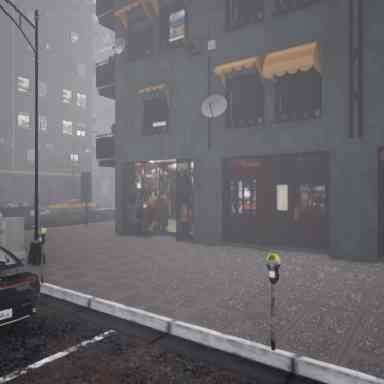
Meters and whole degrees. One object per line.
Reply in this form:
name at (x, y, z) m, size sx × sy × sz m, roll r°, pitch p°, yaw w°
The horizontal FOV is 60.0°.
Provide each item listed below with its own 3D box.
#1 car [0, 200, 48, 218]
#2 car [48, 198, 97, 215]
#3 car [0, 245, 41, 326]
car at (-14.103, 1.350, 26.086) m, size 2.008 × 1.369 × 4.403 m, roll 1°, pitch 1°, yaw 35°
car at (-11.019, 1.250, 30.514) m, size 1.752 × 1.417 × 4.829 m, roll 1°, pitch 1°, yaw 35°
car at (-4.519, 1.551, 6.086) m, size 4.403 × 1.369 × 2.008 m, roll 0°, pitch 0°, yaw 35°
